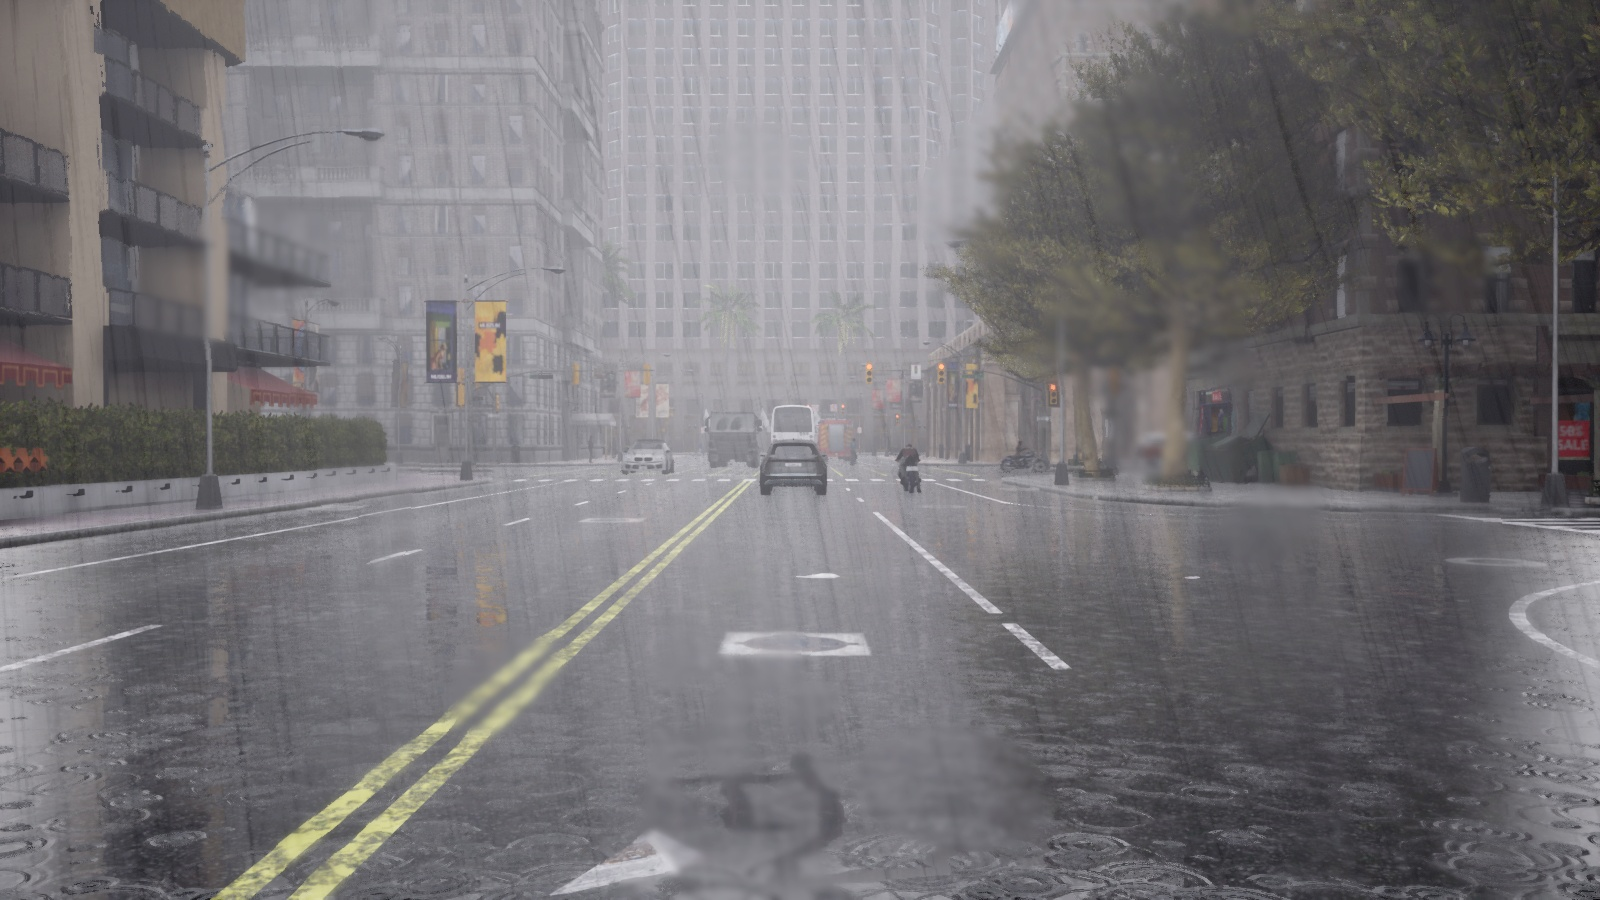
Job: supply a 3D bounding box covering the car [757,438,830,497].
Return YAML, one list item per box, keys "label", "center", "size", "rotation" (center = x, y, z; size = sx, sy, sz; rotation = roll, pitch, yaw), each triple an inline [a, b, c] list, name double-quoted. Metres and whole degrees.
- label: "car"
  center: [-0.196, 0.465, 37.376]
  size: [2.033, 1.649, 4.856]
  rotation: [0, 0, 0]

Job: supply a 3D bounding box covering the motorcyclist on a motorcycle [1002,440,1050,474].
- label: "motorcyclist on a motorcycle"
  center: [11.280, 0.352, 62.718]
  size: [2.350, 1.649, 0.766]
  rotation: [0, 0, 12]

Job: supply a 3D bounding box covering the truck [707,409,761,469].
- label: "truck"
  center: [-3.936, -0.671, 76.649]
  size: [2.891, 3.462, 7.936]
  rotation: [0, 0, 0]

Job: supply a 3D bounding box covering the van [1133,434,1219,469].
- label: "van"
  center: [22.090, 0.071, 73.871]
  size: [4.480, 2.038, 2.069]
  rotation: [0, 0, 1]

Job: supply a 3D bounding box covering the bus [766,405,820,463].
- label: "bus"
  center: [-0.563, -1.176, 96.592]
  size: [3.944, 4.253, 10.273]
  rotation: [0, 0, 0]

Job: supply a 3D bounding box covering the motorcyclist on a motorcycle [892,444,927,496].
- label: "motorcyclist on a motorcycle"
  center: [3.298, 0.569, 38.045]
  size: [0.866, 1.530, 2.191]
  rotation: [0, 0, 0]

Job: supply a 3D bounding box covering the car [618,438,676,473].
- label: "car"
  center: [-7.339, 0.242, 60.735]
  size: [2.242, 1.667, 4.611]
  rotation: [0, 0, 0]
